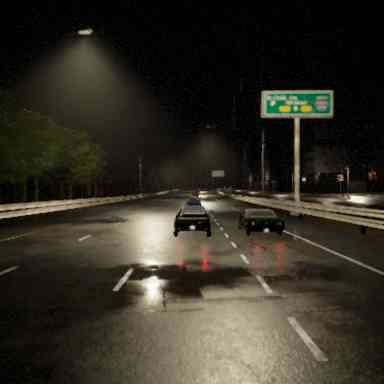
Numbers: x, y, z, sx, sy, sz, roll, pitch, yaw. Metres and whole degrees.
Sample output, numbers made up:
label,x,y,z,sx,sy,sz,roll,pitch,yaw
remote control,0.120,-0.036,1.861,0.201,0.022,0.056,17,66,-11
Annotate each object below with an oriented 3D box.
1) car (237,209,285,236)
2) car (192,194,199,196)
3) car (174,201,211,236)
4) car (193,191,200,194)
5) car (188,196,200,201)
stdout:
label,x,y,z,sx,sy,sz,roll,pitch,yaw
car,3.634,1.589,18.453,1.895,1.301,4.718,0,0,0
car,0.321,1.440,55.573,1.895,1.301,4.718,0,0,1
car,0.032,1.478,18.223,2.128,1.511,4.902,0,0,0
car,0.879,1.052,91.570,1.812,1.442,4.674,0,1,1
car,0.147,1.502,37.880,1.994,1.385,4.181,0,0,0
